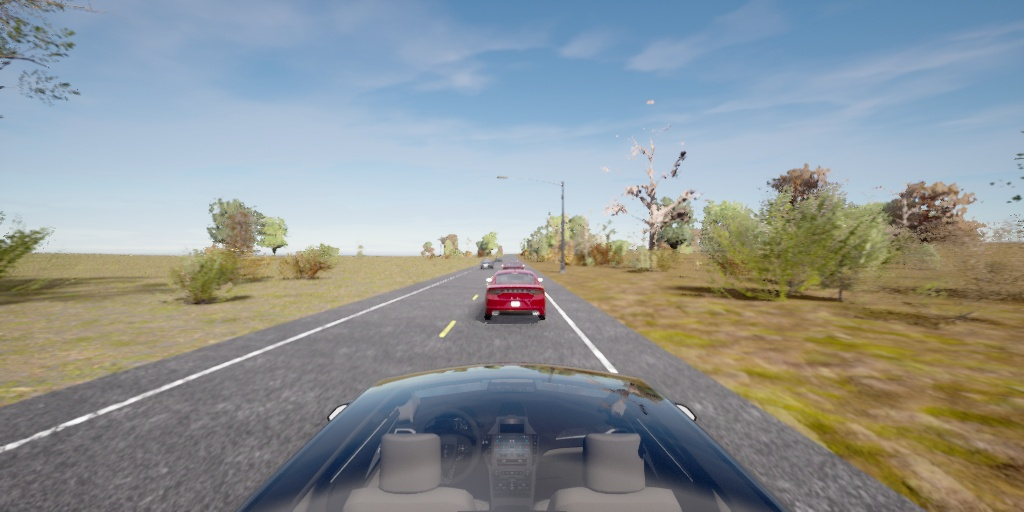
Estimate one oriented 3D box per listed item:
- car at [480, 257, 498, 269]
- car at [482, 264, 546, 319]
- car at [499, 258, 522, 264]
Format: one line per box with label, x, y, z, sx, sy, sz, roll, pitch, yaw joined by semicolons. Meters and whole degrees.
car;-3.570;1.137;51.533;2.128;1.511;4.902;0;0;0
car;0.102;1.213;12.692;1.882;1.535;5.008;0;0;0
car;0.105;1.175;31.061;1.882;1.535;5.008;0;0;0
